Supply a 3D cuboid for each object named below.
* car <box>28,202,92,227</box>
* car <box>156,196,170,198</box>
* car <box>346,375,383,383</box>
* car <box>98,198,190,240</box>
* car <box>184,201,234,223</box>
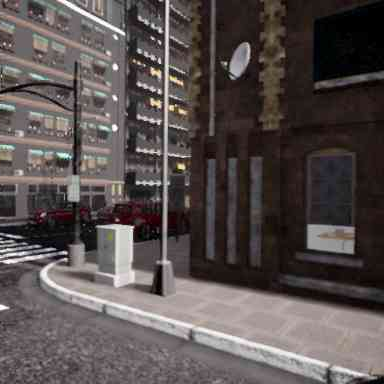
[{"bbox_3d":[-9.046,1.433,22.860,1.967,1.590,4.097,1,0,35],"label":"car"},{"bbox_3d":[-2.606,1.332,31.887,2.192,1.841,5.009,1,0,35],"label":"car"},{"bbox_3d":[2.500,1.563,1.082,4.313,1.339,1.947,0,1,35],"label":"car"},{"bbox_3d":[-2.224,1.443,17.992,2.192,1.841,5.009,1,0,35],"label":"car"},{"bbox_3d":[1.528,1.606,27.887,1.837,1.490,4.892,1,0,35],"label":"car"}]
